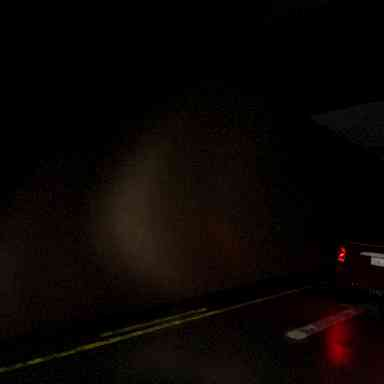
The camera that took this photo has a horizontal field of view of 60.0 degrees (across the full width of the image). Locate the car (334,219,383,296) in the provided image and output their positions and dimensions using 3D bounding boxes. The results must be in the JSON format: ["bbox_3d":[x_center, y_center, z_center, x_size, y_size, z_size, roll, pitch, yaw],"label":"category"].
[{"bbox_3d":[5.288,1.352,7.552,4.553,1.767,2.097,0,0,-35],"label":"car"}]
